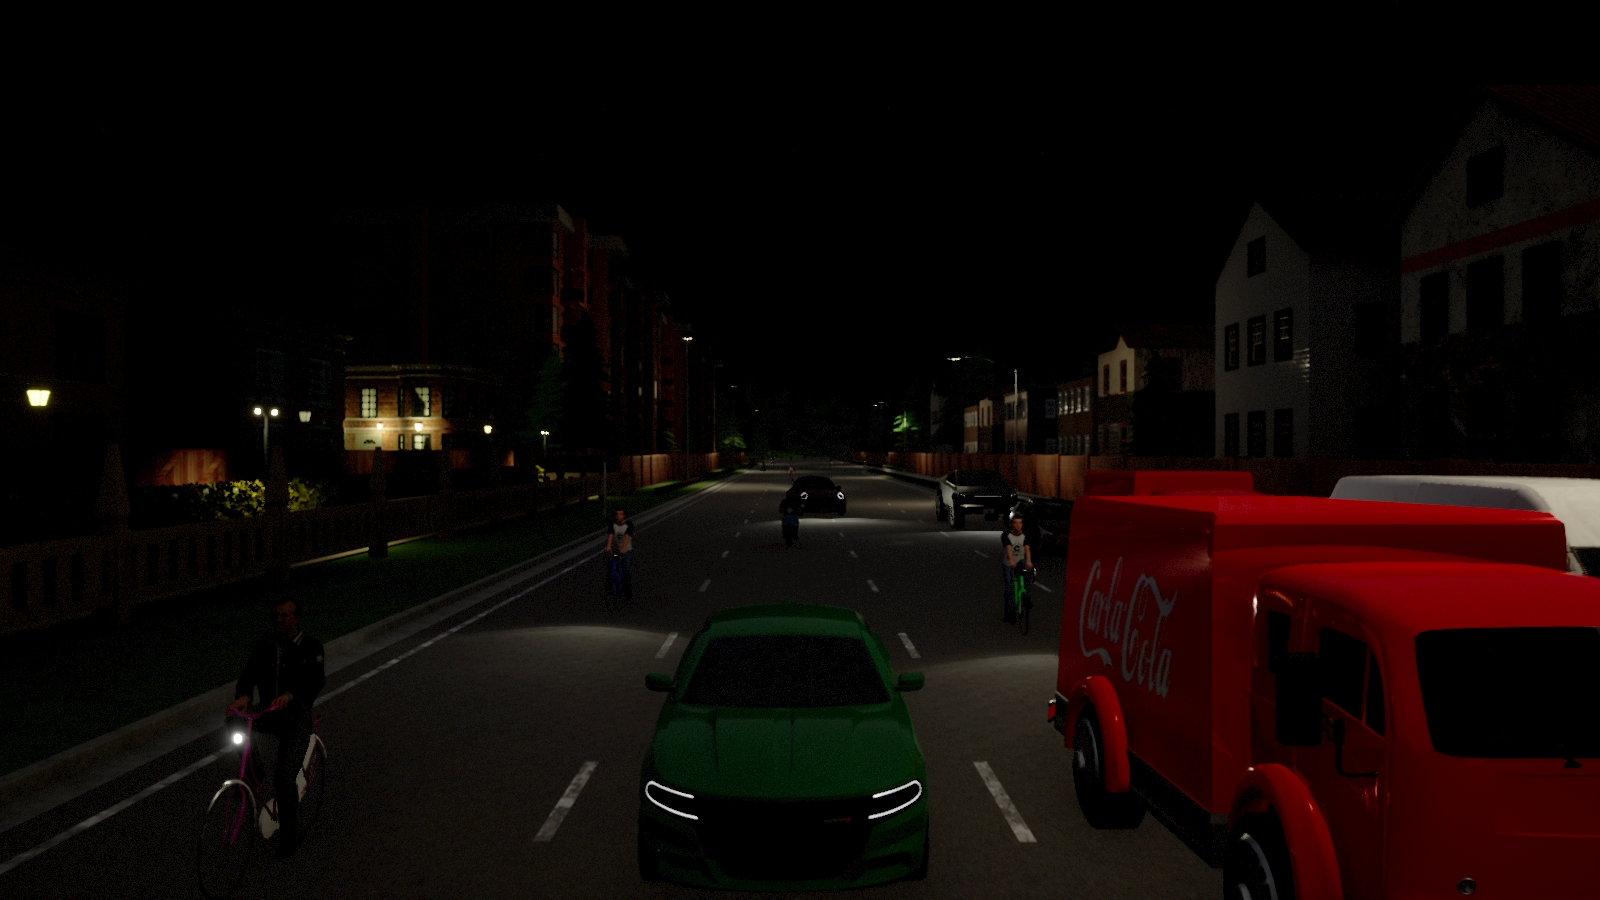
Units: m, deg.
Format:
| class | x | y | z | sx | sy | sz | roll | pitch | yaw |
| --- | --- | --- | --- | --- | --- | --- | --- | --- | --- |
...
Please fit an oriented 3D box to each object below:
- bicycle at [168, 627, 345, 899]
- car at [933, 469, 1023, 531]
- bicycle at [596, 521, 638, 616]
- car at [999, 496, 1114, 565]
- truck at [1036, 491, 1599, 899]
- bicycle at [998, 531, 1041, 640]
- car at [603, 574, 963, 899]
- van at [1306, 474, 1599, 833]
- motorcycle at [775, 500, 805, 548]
| class | x | y | z | sx | sy | sz | roll | pitch | yaw |
| --- | --- | --- | --- | --- | --- | --- | --- | --- | --- |
| bicycle | -3.592 | 2.071 | 7.703 | 0.329 | 1.471 | 1.835 | 0 | 0 | 0 |
| car | 6.616 | 1.802 | 43.265 | 2.390 | 2.098 | 6.274 | 0 | 0 | 0 |
| bicycle | -3.248 | 2.080 | 20.388 | 0.373 | 1.496 | 1.643 | 0 | 0 | 4 |
| car | 6.716 | 2.074 | 30.393 | 2.007 | 1.525 | 4.514 | 0 | 0 | 0 |
| truck | 3.395 | 1.581 | 7.376 | 2.627 | 2.467 | 5.204 | 0 | 0 | 0 |
| bicycle | 3.419 | 2.077 | 17.887 | 0.373 | 1.496 | 1.643 | 0 | 0 | 1 |
| car | -0.118 | 2.046 | 9.161 | 2.097 | 1.535 | 5.006 | 0 | 0 | 0 |
| van | 6.876 | 1.548 | 10.274 | 1.988 | 2.561 | 5.915 | 0 | 0 | 0 |
| motorcycle | -0.295 | 2.180 | 34.115 | 0.856 | 1.316 | 1.805 | 0 | 0 | 0 |
